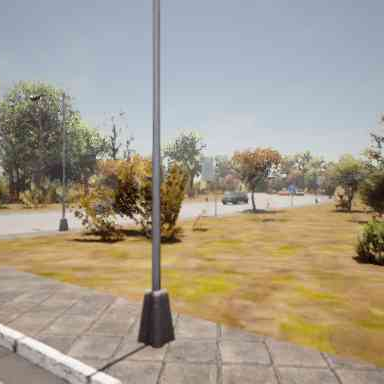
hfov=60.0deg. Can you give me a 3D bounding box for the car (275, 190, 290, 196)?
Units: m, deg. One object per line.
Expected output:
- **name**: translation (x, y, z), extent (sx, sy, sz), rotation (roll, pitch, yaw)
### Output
- **car**: translation (24.993, 0.171, 90.795), extent (2.097, 1.767, 4.553), rotation (0, 1, -4)

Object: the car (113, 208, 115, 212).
- **car**: translation (-8.424, 1.327, 33.353), extent (2.097, 1.767, 4.553), rotation (0, 0, 39)

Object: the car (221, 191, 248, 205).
- **car**: translation (6.822, 0.947, 52.298), extent (2.150, 2.045, 5.566), rotation (0, 1, 38)

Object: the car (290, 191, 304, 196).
- **car**: translation (28.476, 0.443, 89.153), extent (1.895, 1.301, 4.718), rotation (0, 1, 1)
